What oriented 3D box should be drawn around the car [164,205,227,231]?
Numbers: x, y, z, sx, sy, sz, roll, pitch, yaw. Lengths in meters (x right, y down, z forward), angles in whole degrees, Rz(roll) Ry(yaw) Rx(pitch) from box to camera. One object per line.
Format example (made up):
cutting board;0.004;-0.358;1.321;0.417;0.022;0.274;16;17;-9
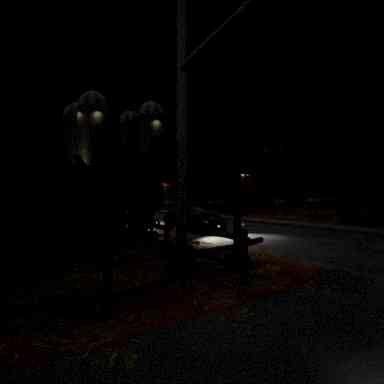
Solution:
car;0.048;1.526;19.393;1.812;1.442;4.674;0;0;-36
